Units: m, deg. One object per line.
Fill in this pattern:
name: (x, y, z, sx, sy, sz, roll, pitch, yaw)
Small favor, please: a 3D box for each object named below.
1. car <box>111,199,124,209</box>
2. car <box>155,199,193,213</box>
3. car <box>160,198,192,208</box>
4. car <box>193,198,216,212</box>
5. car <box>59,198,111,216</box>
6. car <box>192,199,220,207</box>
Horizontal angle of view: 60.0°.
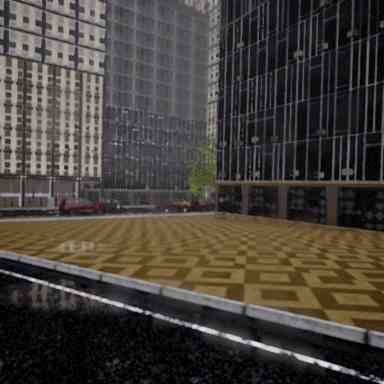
car: (-11.685, 1.656, 46.061, 4.403, 1.369, 2.008, 1, 1, -34)
car: (-2.561, 1.918, 42.757, 4.507, 1.381, 1.887, 1, 1, -34)
car: (-2.466, 1.727, 52.364, 4.829, 1.417, 1.752, 1, 1, -34)
car: (2.124, 1.737, 45.952, 5.009, 1.841, 2.192, 1, 1, -34)
car: (-11.914, 1.590, 36.353, 5.009, 1.841, 2.192, 1, 1, -34)
car: (2.354, 1.818, 55.660, 4.313, 1.339, 1.947, 1, 1, -34)
